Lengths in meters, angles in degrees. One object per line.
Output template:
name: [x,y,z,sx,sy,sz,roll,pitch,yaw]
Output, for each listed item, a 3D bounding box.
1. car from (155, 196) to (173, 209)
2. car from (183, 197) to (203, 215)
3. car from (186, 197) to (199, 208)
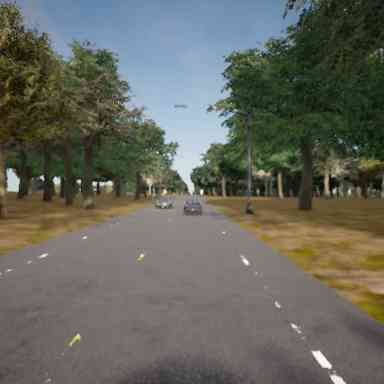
car: [-3.613,1.308,43.594,2.097,1.767,4.553,0,0,0]
car: [0.079,1.462,33.717,2.128,1.511,4.902,0,0,0]
car: [0.070,1.459,47.438,1.837,1.490,4.892,0,1,0]
